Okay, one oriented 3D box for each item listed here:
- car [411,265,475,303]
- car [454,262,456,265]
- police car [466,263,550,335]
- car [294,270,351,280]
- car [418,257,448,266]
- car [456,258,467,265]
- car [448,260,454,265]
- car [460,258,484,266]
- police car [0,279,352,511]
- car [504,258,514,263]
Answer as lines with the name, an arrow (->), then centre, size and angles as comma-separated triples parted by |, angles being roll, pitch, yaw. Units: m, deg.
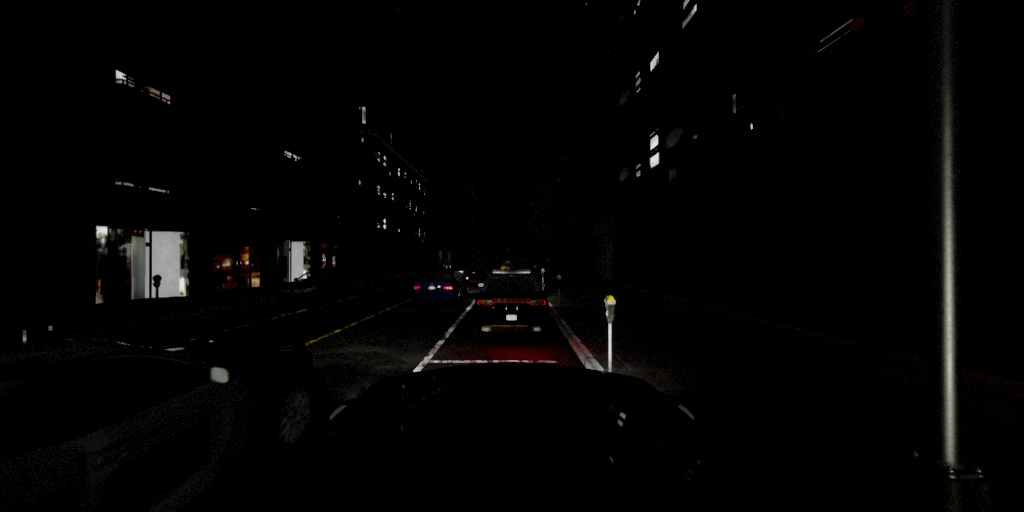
car -> -3.144, 1.298, 16.584 | 2.033, 1.411, 5.357 | 0, 0, 0
car -> -8.837, 1.293, 50.280 | 1.888, 1.381, 4.507 | 0, 0, 0
police car -> -0.011, 1.175, 10.609 | 1.930, 1.638, 5.238 | 0, 0, 0
car -> -8.837, 1.333, 16.462 | 1.802, 1.307, 4.207 | 0, 0, 0
car -> -8.837, 1.064, 39.007 | 2.192, 1.841, 5.009 | 0, 0, 0
car -> -6.148, 1.097, 50.250 | 2.097, 1.767, 4.553 | 0, 0, 0
car -> -8.837, 1.188, 44.643 | 1.967, 1.591, 4.097 | 0, 0, 0
car -> -3.141, 1.228, 32.059 | 1.882, 1.535, 5.008 | 0, 0, 0
police car -> -3.145, 1.175, 2.179 | 1.930, 1.638, 5.238 | 0, 0, 0
car -> -0.456, 1.275, 39.173 | 1.751, 1.417, 4.829 | 0, 0, 0
